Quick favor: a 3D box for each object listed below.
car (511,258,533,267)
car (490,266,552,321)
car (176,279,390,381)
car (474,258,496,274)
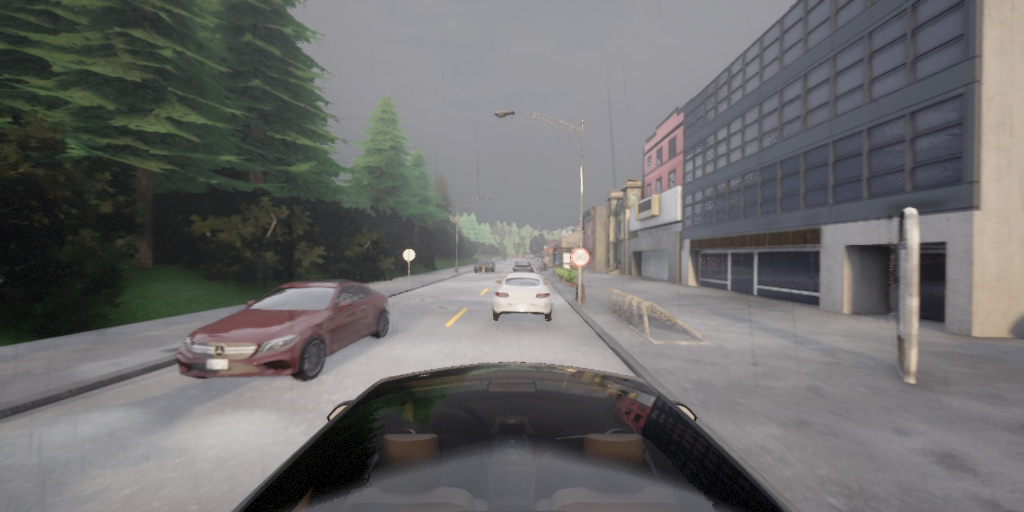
[{"bbox_3d":[0.993,1.226,33.085,2.128,1.511,4.902,1,0,2],"label":"car"},{"bbox_3d":[0.363,1.271,12.461,1.812,1.442,4.674,1,0,2],"label":"car"},{"bbox_3d":[-3.972,1.223,7.242,1.812,1.442,4.674,1,0,2],"label":"car"},{"bbox_3d":[-2.988,1.032,40.298,2.097,1.767,4.553,1,0,2],"label":"car"}]
